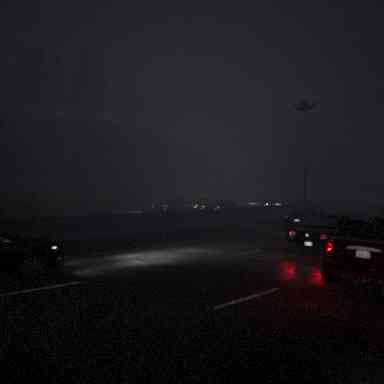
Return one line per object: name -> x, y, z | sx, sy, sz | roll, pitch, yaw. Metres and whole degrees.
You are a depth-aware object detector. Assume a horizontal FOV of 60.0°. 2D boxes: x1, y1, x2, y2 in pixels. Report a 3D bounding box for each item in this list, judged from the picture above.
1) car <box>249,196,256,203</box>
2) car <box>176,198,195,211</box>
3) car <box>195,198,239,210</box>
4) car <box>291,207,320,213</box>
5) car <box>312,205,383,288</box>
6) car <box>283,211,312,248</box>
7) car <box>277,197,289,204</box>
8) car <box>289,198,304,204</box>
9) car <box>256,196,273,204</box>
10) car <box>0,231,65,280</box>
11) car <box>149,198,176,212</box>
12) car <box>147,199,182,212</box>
car -> 14.524, 1.759, 75.671 | 2.128, 1.511, 4.902 | 0, 0, 27
car -> 0.767, 1.463, 35.377 | 2.097, 1.767, 4.553 | 0, 0, 34
car -> 2.715, 1.453, 32.105 | 2.097, 1.767, 4.553 | 0, 0, 35
car -> 7.401, 1.628, 20.832 | 1.994, 1.385, 4.181 | 0, 0, 42
car -> 5.300, 1.378, 8.635 | 4.553, 1.767, 2.097 | 0, 0, -42
car -> 5.917, 1.644, 13.977 | 4.718, 1.301, 1.895 | 0, 0, -45
car -> 18.846, 1.763, 68.771 | 1.994, 1.385, 4.181 | 0, 0, 27
car -> 21.022, 1.794, 65.349 | 1.895, 1.301, 4.718 | 0, 0, 27
car -> 15.748, 1.572, 70.399 | 2.097, 1.767, 4.553 | 0, 0, 27
car -> -5.857, 1.520, 8.427 | 4.902, 1.511, 2.128 | 0, 0, -36
car -> -2.362, 1.469, 36.990 | 2.097, 1.767, 4.553 | 0, 0, 34
car -> -3.377, 1.638, 41.754 | 1.837, 1.490, 4.892 | 0, 0, 31
